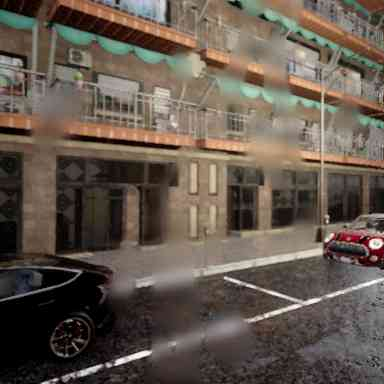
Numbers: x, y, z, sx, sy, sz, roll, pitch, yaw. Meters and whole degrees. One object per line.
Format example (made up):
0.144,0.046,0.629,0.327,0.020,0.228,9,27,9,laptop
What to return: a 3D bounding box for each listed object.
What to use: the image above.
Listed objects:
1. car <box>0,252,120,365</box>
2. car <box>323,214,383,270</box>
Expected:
-3.100,1.566,4.342,4.313,1.339,1.947,0,0,-35,car
6.124,1.462,10.921,4.097,1.590,1.967,0,0,-35,car
